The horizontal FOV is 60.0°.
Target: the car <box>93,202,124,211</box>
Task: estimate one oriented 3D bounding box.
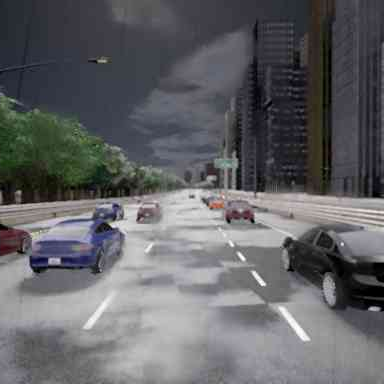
[{"bbox_3d":[-6.938,1.600,27.887,1.812,1.442,4.674,0,0,0],"label":"car"}]

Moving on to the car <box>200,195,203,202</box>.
[{"bbox_3d":[3.328,1.643,66.260,2.163,1.488,4.792,0,0,0],"label":"car"}]

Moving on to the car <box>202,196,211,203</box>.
[{"bbox_3d":[3.326,1.644,77.202,1.837,1.490,4.892,0,0,0],"label":"car"}]

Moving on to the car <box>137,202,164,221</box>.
[{"bbox_3d":[-3.438,1.599,27.841,1.812,1.442,4.674,0,0,0],"label":"car"}]

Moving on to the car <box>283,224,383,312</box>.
[{"bbox_3d":[3.596,1.499,7.874,1.882,1.535,5.008,0,0,0],"label":"car"}]

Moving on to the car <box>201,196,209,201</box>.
[{"bbox_3d":[3.349,1.733,88.203,1.895,1.301,4.718,0,0,0],"label":"car"}]

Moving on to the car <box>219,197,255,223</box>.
[{"bbox_3d":[3.565,1.421,26.416,2.097,1.767,4.553,0,0,0],"label":"car"}]

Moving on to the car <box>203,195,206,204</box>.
[{"bbox_3d":[3.356,1.559,55.259,2.033,1.649,4.856,0,0,0],"label":"car"}]

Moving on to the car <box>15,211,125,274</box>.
[{"bbox_3d":[-3.406,1.555,10.538,1.812,1.442,4.674,0,0,0],"label":"car"}]

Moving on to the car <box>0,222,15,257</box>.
[{"bbox_3d":[-6.907,1.556,10.538,1.812,1.442,4.674,0,0,0],"label":"car"}]

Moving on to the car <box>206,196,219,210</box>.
[{"bbox_3d":[3.405,1.460,44.236,2.097,1.767,4.553,0,0,0],"label":"car"}]
